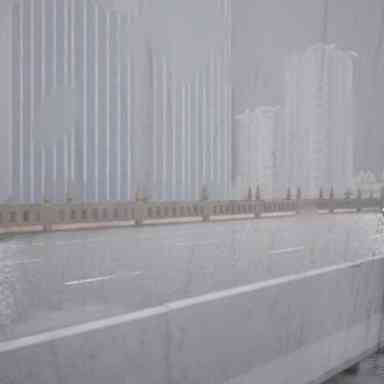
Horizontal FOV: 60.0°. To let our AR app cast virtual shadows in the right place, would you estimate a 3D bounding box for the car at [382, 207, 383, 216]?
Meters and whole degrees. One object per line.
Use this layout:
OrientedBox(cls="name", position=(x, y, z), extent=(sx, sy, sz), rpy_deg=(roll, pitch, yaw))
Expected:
OrientedBox(cls="car", position=(19.249, 1.497, 30.419), extent=(4.892, 1.490, 1.837), rpy_deg=(0, 0, -35))
